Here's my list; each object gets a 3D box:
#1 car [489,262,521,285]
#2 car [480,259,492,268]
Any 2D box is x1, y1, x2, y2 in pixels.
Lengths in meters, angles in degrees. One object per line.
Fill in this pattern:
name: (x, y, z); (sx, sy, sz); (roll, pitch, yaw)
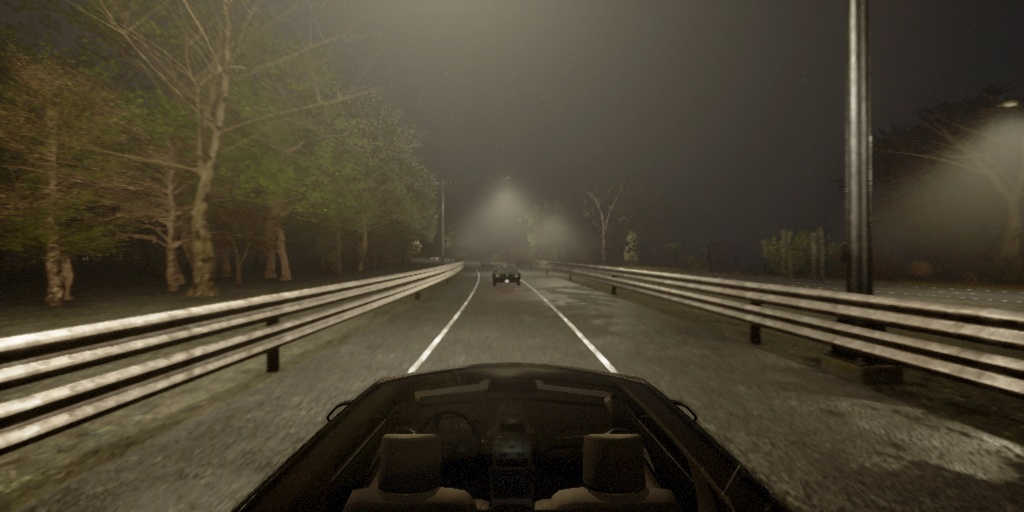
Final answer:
car: (-0.499, 1.348, 25.919); (1.895, 1.301, 4.718); (0, 0, -4)
car: (-4.350, 1.261, 60.550); (2.033, 1.411, 5.357); (0, 0, -10)
